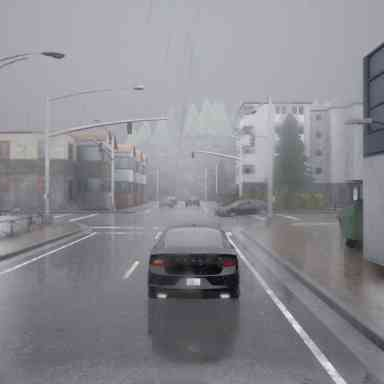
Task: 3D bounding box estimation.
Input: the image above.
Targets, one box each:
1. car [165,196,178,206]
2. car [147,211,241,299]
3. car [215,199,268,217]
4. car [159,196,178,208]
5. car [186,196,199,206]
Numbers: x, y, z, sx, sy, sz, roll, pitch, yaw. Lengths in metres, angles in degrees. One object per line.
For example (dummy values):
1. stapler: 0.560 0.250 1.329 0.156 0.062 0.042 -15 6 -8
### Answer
1. car: -3.550 1.477 57.738 1.882 1.535 5.008 0 0 1
2. car: 0.052 1.478 8.505 1.882 1.535 5.008 0 0 1
3. car: 4.346 1.411 28.360 4.892 1.490 1.837 -3 0 -14
4. car: -3.567 1.547 47.423 2.033 1.411 5.357 0 0 0
5. car: 0.112 1.351 53.537 2.097 1.767 4.553 0 0 0
